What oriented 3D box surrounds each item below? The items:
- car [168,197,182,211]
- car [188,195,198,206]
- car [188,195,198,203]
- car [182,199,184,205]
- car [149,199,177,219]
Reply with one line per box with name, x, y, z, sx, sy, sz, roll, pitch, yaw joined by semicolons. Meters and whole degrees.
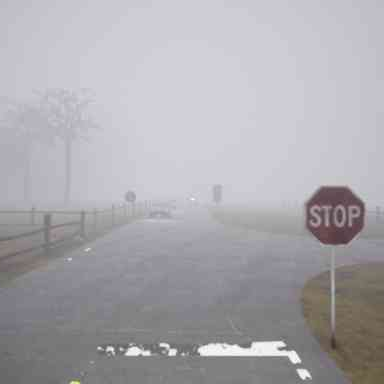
car;-2.716;1.608;43.446;1.837;1.490;4.892;0;1;0
car;0.181;1.740;60.347;2.033;1.411;5.357;0;0;0
car;0.213;1.473;70.955;2.097;1.767;4.553;0;0;0
car;-2.572;1.738;64.017;1.812;1.442;4.674;0;-1;1
car;-2.759;1.606;30.510;2.033;1.411;5.357;0;0;0
